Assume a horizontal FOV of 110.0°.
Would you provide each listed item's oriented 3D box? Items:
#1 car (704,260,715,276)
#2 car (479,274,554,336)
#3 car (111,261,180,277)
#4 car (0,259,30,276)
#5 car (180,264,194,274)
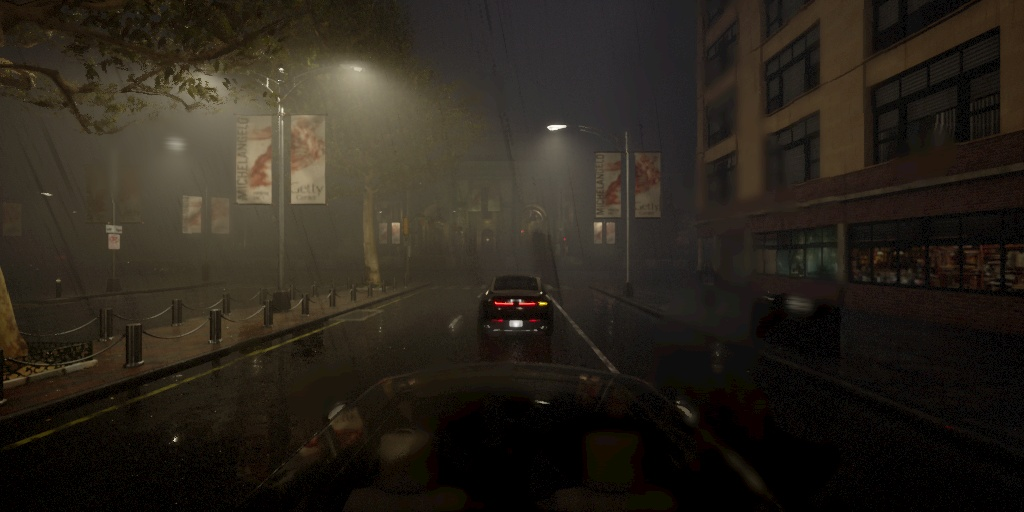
[{"bbox_3d":[20.948,1.101,34.213,4.553,1.767,2.097,0,0,1],"label":"car"},{"bbox_3d":[0.124,1.255,10.385,1.837,1.490,4.892,0,0,1],"label":"car"},{"bbox_3d":[-35.983,1.241,34.890,4.902,1.511,2.128,0,0,1],"label":"car"},{"bbox_3d":[-51.050,1.227,34.906,5.008,1.535,1.882,0,0,-2],"label":"car"},{"bbox_3d":[-36.977,1.254,38.406,4.892,1.490,1.837,0,0,1],"label":"car"}]
